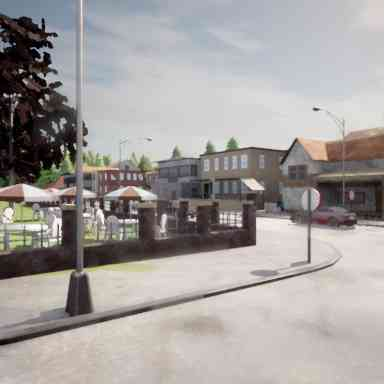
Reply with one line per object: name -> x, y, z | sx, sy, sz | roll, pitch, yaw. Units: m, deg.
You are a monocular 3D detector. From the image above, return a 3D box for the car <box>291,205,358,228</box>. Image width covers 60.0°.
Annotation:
car -> 8.719, 1.563, 22.172 | 1.994, 1.385, 4.181 | 0, 0, -34

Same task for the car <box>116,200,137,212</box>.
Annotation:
car -> -7.750, 1.525, 38.479 | 1.812, 1.442, 4.674 | 0, 0, -35

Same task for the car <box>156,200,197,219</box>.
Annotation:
car -> -1.447, 1.504, 29.621 | 1.837, 1.490, 4.892 | 0, 0, -35
